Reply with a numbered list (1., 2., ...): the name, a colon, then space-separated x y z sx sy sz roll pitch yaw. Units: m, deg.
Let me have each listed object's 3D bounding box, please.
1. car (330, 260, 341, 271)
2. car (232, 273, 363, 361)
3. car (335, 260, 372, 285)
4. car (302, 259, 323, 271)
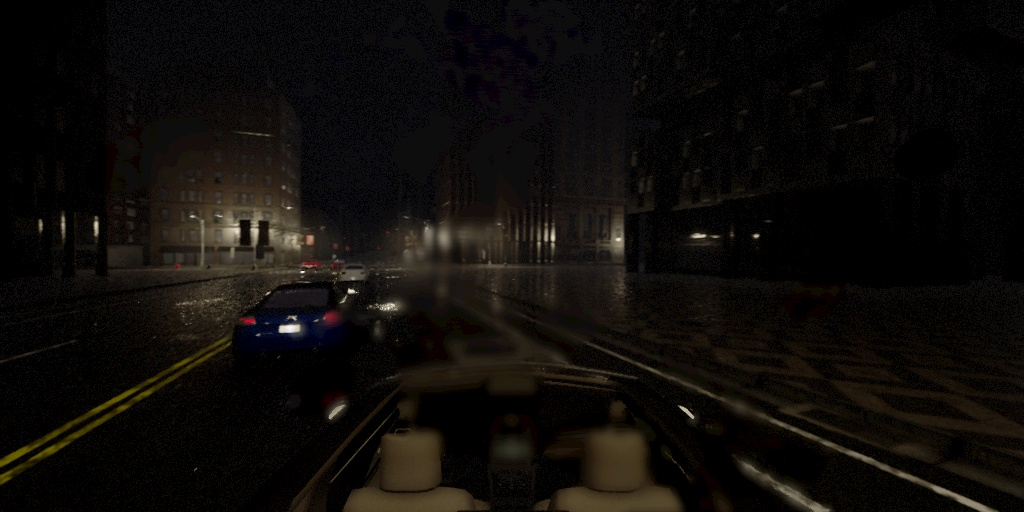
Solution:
1. car: -23.207 1.238 48.281 1.994 1.385 4.181 0 0 -20
2. car: -4.716 1.283 8.378 1.994 1.385 4.181 0 0 -20
3. car: -10.911 1.224 24.963 1.812 1.442 4.674 0 0 -20
4. car: -26.253 1.180 47.148 1.812 1.442 4.674 0 0 -20
